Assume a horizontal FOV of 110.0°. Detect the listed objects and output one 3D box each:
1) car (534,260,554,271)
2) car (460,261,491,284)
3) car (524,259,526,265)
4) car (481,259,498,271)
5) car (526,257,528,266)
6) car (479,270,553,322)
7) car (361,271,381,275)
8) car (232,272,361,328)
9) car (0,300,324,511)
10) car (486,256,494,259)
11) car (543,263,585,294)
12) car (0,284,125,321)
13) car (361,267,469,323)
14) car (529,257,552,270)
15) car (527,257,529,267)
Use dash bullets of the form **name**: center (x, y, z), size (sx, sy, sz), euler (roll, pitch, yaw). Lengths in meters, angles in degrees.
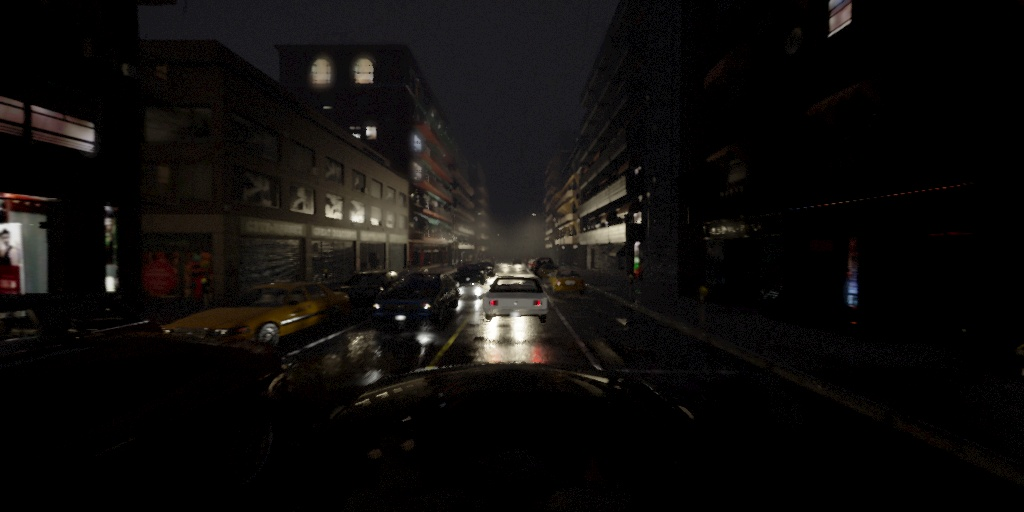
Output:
- **car**: center (3.121, 1.271, 30.933), size (1.751, 1.417, 4.829), euler (0, 0, 1)
- **car**: center (-2.755, 1.282, 24.649), size (1.994, 1.385, 4.181), euler (0, 0, 1)
- **car**: center (3.620, 1.276, 63.904), size (2.007, 1.370, 4.403), euler (0, 0, 1)
- **car**: center (-2.539, 1.275, 33.244), size (1.812, 1.442, 4.674), euler (0, 0, 1)
- **car**: center (3.450, 1.172, 52.858), size (1.967, 1.591, 4.097), euler (0, 0, 1)
- **car**: center (0.136, 1.344, 12.229), size (1.895, 1.301, 4.718), euler (0, 0, 1)
- **car**: center (-5.528, 1.277, 14.275), size (1.948, 1.339, 4.313), euler (0, 0, 1)
- **car**: center (-5.615, 1.241, 8.581), size (1.751, 1.417, 4.829), euler (0, 0, 1)
- **car**: center (-3.124, 1.259, 1.785), size (1.812, 1.442, 4.674), euler (0, 0, 1)
- **car**: center (-4.759, 1.232, 63.986), size (2.007, 1.370, 4.403), euler (0, 0, 1)
- **car**: center (2.908, 1.278, 19.886), size (1.751, 1.417, 4.829), euler (0, 0, 1)
- **car**: center (-5.698, 1.159, 3.228), size (1.967, 1.591, 4.097), euler (0, 0, 1)
- **car**: center (-2.962, 1.274, 12.304), size (2.033, 1.411, 5.357), euler (0, 0, 1)
- **car**: center (3.199, 1.057, 36.286), size (2.192, 1.841, 5.009), euler (0, 0, 1)
- **car**: center (3.365, 1.175, 47.333), size (1.967, 1.591, 4.097), euler (0, 0, 1)
